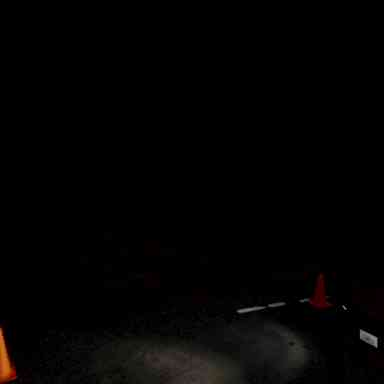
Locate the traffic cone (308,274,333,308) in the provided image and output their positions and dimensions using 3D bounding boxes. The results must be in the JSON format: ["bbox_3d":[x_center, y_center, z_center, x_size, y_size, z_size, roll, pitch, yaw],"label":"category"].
[{"bbox_3d":[2.525,1.903,6.526,0.340,0.580,0.340,0,1,-23],"label":"traffic cone"}]

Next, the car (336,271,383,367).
[{"bbox_3d":[4.449,1.450,4.707,5.008,1.535,1.882,0,0,-18],"label":"car"}]

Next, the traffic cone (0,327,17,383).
[{"bbox_3d":[-2.302,1.911,3.975,0.340,0.580,0.340,0,1,-33],"label":"traffic cone"}]
